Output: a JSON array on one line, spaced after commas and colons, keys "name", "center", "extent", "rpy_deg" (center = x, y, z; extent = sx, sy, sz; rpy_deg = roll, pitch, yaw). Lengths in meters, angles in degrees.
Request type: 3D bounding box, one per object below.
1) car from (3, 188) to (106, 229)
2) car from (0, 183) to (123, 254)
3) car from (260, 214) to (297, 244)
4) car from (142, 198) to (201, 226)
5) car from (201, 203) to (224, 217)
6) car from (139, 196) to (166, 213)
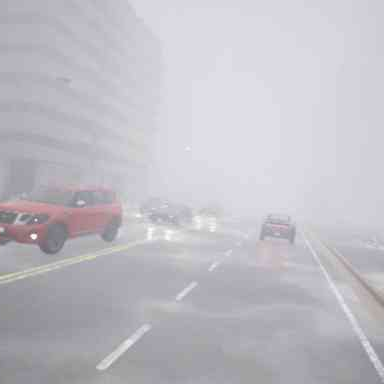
[{"name": "car", "center": [-6.618, 0.773, 16.788], "extent": [2.128, 1.511, 4.902], "rpy_deg": [6, 0, 16]}, {"name": "car", "center": [-4.408, 0.740, 11.637], "extent": [2.150, 2.045, 5.566], "rpy_deg": [6, 0, 16]}, {"name": "car", "center": [5.175, 2.081, 19.868], "extent": [2.128, 1.511, 4.902], "rpy_deg": [6, 0, 16]}, {"name": "car", "center": [-1.246, 1.422, 23.144], "extent": [2.033, 1.411, 5.357], "rpy_deg": [6, 0, 16]}, {"name": "car", "center": [2.082, 1.848, 35.030], "extent": [1.895, 1.301, 4.718], "rpy_deg": [6, 0, 16]}, {"name": "car", "center": [-3.053, 1.179, 29.598], "extent": [1.837, 1.490, 4.892], "rpy_deg": [6, 2, 16]}]
